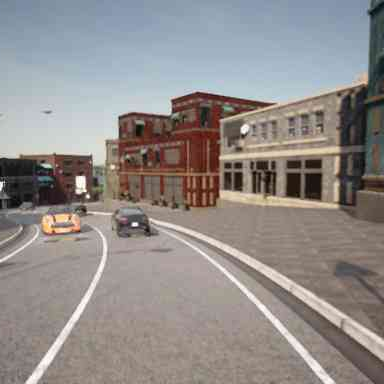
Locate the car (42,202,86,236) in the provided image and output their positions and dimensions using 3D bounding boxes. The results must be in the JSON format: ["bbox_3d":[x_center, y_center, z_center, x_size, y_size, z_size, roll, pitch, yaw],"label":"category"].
[{"bbox_3d":[-8.083,1.611,20.663,2.097,1.767,4.553,-2,0,-23],"label":"car"}]

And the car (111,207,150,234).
[{"bbox_3d":[-3.671,1.596,19.440,1.812,1.442,4.674,-1,-2,-18],"label":"car"}]

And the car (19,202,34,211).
[{"bbox_3d":[-28.490,2.510,57.411,1.837,1.490,4.892,-2,0,-17],"label":"car"}]
